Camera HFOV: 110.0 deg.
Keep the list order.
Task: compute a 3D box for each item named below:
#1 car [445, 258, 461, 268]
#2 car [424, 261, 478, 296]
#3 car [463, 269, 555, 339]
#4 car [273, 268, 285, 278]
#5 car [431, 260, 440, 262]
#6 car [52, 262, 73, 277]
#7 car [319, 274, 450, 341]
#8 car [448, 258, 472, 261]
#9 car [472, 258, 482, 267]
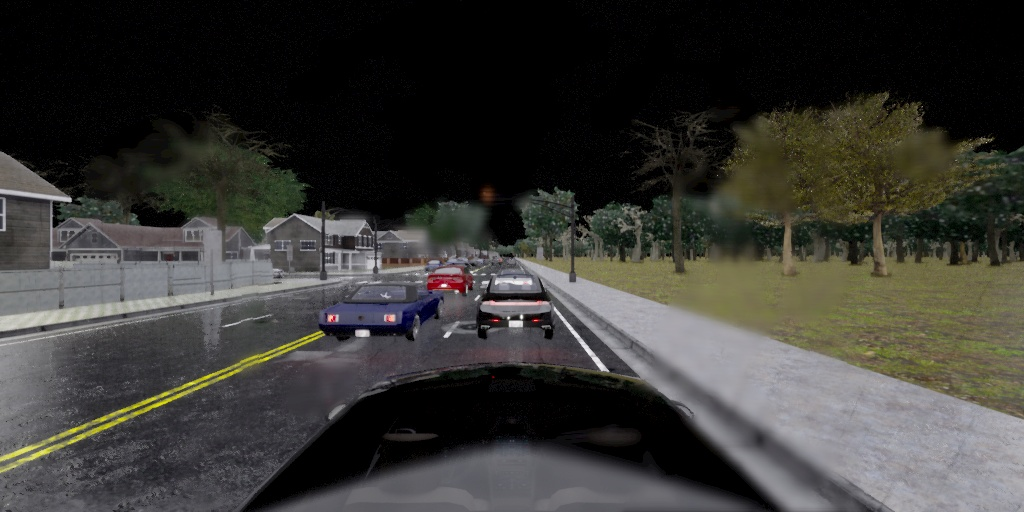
[{"bbox_3d":[-9.891,1.205,60.499,1.882,1.535,5.008,0,0,0],"label":"car"},{"bbox_3d":[-3.170,1.227,19.167,1.882,1.535,5.008,0,0,0],"label":"car"},{"bbox_3d":[0.087,1.241,10.087,2.128,1.511,4.902,0,0,0],"label":"car"},{"bbox_3d":[-22.529,1.305,31.418,4.674,1.442,1.812,0,0,0],"label":"car"},{"bbox_3d":[-9.879,1.266,46.079,1.812,1.442,4.674,0,0,0],"label":"car"},{"bbox_3d":[-41.015,1.302,31.465,4.902,1.511,2.128,0,0,0],"label":"car"},{"bbox_3d":[-3.155,1.350,9.825,1.895,1.301,4.718,0,0,0],"label":"car"},{"bbox_3d":[-6.646,1.302,46.081,1.994,1.385,4.181,0,0,0],"label":"car"},{"bbox_3d":[-6.645,1.328,59.967,1.895,1.301,4.718,0,0,0],"label":"car"}]
